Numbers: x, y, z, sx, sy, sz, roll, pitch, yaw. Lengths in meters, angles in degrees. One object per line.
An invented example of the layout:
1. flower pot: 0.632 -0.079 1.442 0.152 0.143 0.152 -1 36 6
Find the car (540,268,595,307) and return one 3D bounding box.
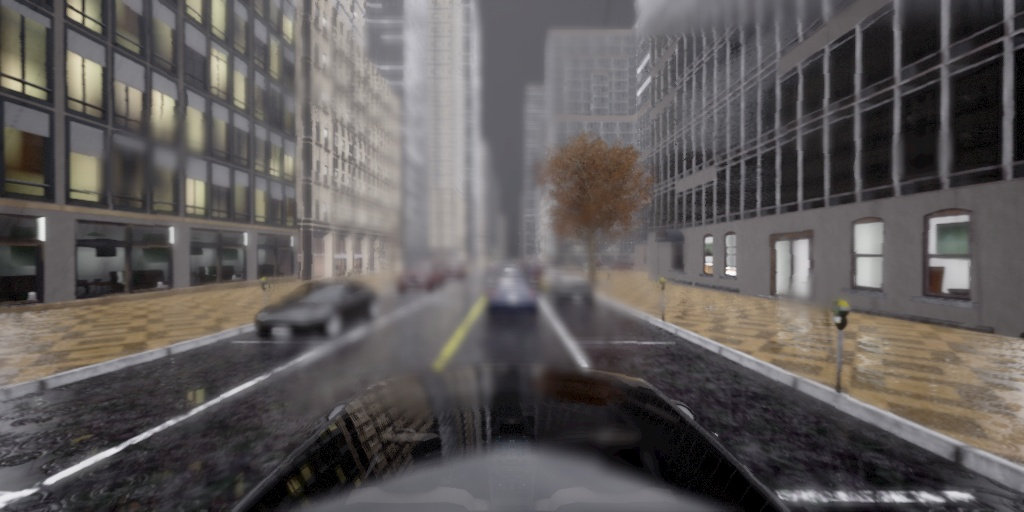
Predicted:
1. car: 2.565 1.438 16.136 2.007 1.370 4.403 0 0 0

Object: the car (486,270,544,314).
1. car: 0.046 1.435 14.357 1.994 1.385 4.181 0 0 1

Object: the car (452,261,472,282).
1. car: -5.314 1.364 33.049 2.192 1.841 5.009 0 0 0

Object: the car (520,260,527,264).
1. car: 2.568 1.525 50.027 2.192 1.841 5.009 0 0 0

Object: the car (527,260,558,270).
1. car: 2.566 1.310 27.432 2.192 1.841 5.009 0 0 0

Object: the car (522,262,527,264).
1. car: 2.568 1.722 44.378 1.948 1.339 4.313 0 0 0

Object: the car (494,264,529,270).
1. car: 0.022 1.539 27.048 2.033 1.411 5.357 0 -1 1

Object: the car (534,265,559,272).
1. car: 2.566 1.467 21.954 1.751 1.417 4.829 0 0 0

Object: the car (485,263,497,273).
1. car: -2.795 1.757 52.268 1.812 1.442 4.674 0 -1 0

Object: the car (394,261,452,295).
1. car: -5.315 1.256 21.753 2.192 1.841 5.009 0 0 0

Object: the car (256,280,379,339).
1. car: -5.316 1.400 10.456 1.948 1.339 4.313 0 0 0
